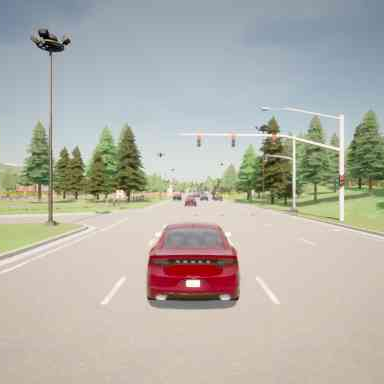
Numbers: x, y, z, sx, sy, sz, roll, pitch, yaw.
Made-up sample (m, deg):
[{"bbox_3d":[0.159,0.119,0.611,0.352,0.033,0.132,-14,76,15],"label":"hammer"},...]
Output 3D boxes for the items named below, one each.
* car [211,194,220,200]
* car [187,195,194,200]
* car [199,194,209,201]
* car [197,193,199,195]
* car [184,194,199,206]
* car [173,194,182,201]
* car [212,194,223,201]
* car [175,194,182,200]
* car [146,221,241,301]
[{"bbox_3d":[6.636,1.372,94.060,2.033,1.411,5.357,0,0,0],"label":"car"},{"bbox_3d":[-0.364,1.427,94.062,1.895,1.301,4.718,0,0,0],"label":"car"},{"bbox_3d":[3.175,1.516,84.043,1.812,1.442,4.674,0,0,0],"label":"car"},{"bbox_3d":[3.136,1.357,94.046,2.128,1.511,4.902,0,0,0],"label":"car"},{"bbox_3d":[-0.204,1.525,53.000,1.812,1.442,4.674,0,0,0],"label":"car"},{"bbox_3d":[-3.824,1.469,83.599,1.882,1.535,5.008,0,0,0],"label":"car"},{"bbox_3d":[6.676,1.516,83.640,2.128,1.511,4.902,0,0,0],"label":"car"},{"bbox_3d":[-3.864,1.310,94.019,1.882,1.535,5.008,0,0,0],"label":"car"},{"bbox_3d":[0.031,1.478,8.398,1.882,1.535,5.008,0,0,0],"label":"car"}]
